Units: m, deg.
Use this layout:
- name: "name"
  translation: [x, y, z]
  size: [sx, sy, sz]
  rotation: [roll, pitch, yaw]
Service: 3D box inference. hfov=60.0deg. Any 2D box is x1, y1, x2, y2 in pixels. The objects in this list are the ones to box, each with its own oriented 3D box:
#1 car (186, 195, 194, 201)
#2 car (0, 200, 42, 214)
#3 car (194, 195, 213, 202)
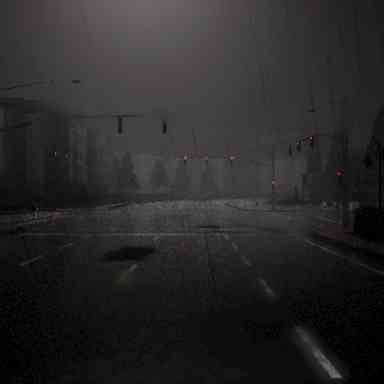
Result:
- name: "car"
  translation: [0.300, 1.471, 81.781]
  size: [1.882, 1.535, 5.008]
  rotation: [0, 0, 31]
- name: "car"
  translation: [-18.726, 1.529, 35.510]
  size: [4.718, 1.301, 1.895]
  rotation: [0, 0, 1]
- name: "car"
  translation: [3.159, 1.475, 79.757]
  size: [1.882, 1.535, 5.008]
  rotation: [0, 0, 31]
